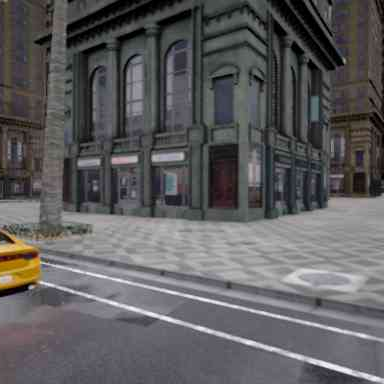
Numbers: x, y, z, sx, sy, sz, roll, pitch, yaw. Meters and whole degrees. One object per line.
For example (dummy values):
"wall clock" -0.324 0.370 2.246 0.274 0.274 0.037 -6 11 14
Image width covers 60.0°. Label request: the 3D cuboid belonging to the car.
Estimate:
"car" -5.477 1.461 7.596 5.008 1.535 1.882 0 0 36
